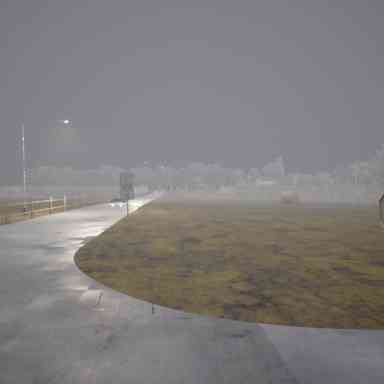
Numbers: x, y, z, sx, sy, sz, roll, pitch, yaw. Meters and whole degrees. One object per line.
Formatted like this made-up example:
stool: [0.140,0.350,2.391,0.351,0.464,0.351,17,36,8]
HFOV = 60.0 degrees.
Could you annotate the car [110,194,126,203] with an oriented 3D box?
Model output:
car: [-11.415,1.002,51.840,1.994,1.385,4.181,-1,0,-4]
